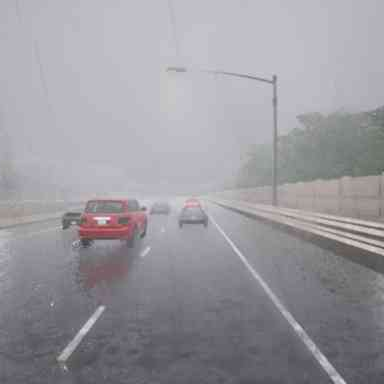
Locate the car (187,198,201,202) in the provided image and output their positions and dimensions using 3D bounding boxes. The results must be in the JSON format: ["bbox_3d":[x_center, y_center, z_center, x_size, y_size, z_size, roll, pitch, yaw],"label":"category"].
[{"bbox_3d":[0.089,1.594,41.849,2.097,1.767,4.553,0,0,0],"label":"car"}]

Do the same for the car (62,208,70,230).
[{"bbox_3d":[-6.907,1.584,21.840,1.837,1.490,4.892,0,0,0],"label":"car"}]

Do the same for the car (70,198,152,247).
[{"bbox_3d":[-3.404,1.262,15.266,2.150,2.045,5.566,0,0,0],"label":"car"}]

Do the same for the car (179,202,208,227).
[{"bbox_3d":[0.094,1.657,23.710,1.994,1.385,4.181,0,0,0],"label":"car"}]

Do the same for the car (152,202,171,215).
[{"bbox_3d":[-3.411,1.763,36.722,1.994,1.385,4.181,0,0,0],"label":"car"}]
